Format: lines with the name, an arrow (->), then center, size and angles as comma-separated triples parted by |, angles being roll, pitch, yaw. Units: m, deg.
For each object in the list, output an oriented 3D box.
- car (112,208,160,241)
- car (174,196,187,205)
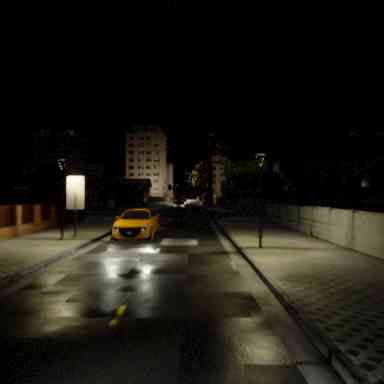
car -> -2.835, 1.617, 17.607 | 1.882, 1.535, 5.008 | 0, 0, 0
car -> -2.775, 1.947, 72.727 | 2.097, 1.767, 4.553 | 0, 0, 0
